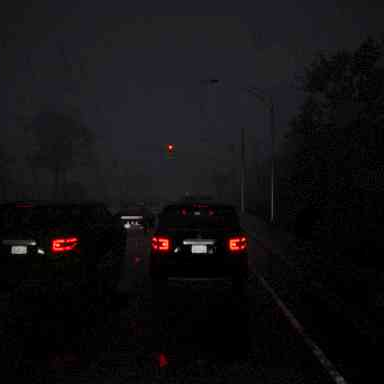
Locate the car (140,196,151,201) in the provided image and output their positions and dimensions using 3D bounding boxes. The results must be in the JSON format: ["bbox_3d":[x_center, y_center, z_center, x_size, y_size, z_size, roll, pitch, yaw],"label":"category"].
[{"bbox_3d":[-6.195,1.527,51.405,2.033,1.411,5.357,0,0,1],"label":"car"}]

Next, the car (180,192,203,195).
[{"bbox_3d":[0.328,1.214,19.563,2.150,2.045,5.566,0,0,1],"label":"car"}]

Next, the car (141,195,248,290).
[{"bbox_3d":[0.171,1.218,9.233,2.150,2.045,5.566,0,0,1],"label":"car"}]

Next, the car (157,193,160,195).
[{"bbox_3d":[-5.786,1.518,66.800,1.895,1.301,4.718,0,1,2],"label":"car"}]

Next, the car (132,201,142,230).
[{"bbox_3d":[-3.187,1.484,19.013,2.128,1.511,4.902,0,0,1],"label":"car"}]

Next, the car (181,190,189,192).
[{"bbox_3d":[-2.036,1.024,77.273,2.033,1.411,5.357,0,3,1],"label":"car"}]

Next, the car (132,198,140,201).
[{"bbox_3d":[-9.699,1.581,51.228,1.895,1.301,4.718,0,0,1],"label":"car"}]

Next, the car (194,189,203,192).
[{"bbox_3d":[1.472,0.820,77.573,2.097,1.767,4.553,0,3,1],"label":"car"}]

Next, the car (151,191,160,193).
[{"bbox_3d":[-8.934,0.393,82.010,1.812,1.442,4.674,0,3,1],"label":"car"}]

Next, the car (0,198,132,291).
[{"bbox_3d":[-3.330,1.218,9.145,2.150,2.045,5.566,0,0,1],"label":"car"}]

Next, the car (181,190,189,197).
[{"bbox_3d":[-1.807,0.261,87.685,1.882,1.535,5.008,0,3,1],"label":"car"}]
